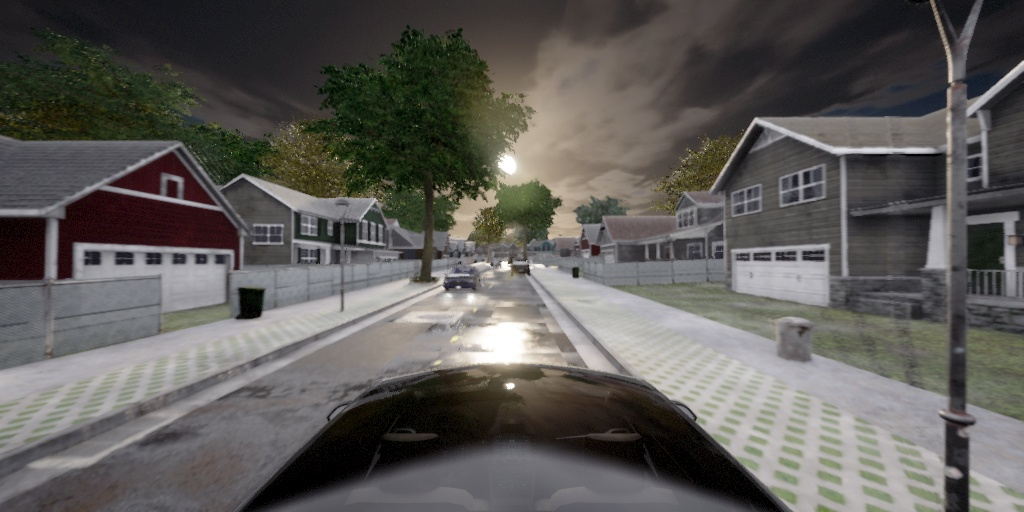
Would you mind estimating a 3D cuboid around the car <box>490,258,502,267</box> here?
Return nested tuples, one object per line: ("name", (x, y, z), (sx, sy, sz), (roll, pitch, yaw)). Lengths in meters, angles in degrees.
("car", (-2.766, 1.139, 62.707), (2.128, 1.511, 4.902), (0, 0, 1))

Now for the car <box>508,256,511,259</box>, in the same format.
("car", (0.837, 1.023, 51.672), (2.097, 1.767, 4.553), (0, 0, 0))

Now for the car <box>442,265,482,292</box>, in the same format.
("car", (-2.842, 1.279, 21.683), (2.033, 1.411, 5.357), (0, 0, 0))

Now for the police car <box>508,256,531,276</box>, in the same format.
("police car", (0.834, 1.133, 35.810), (1.930, 1.638, 5.238), (0, 0, 0))
